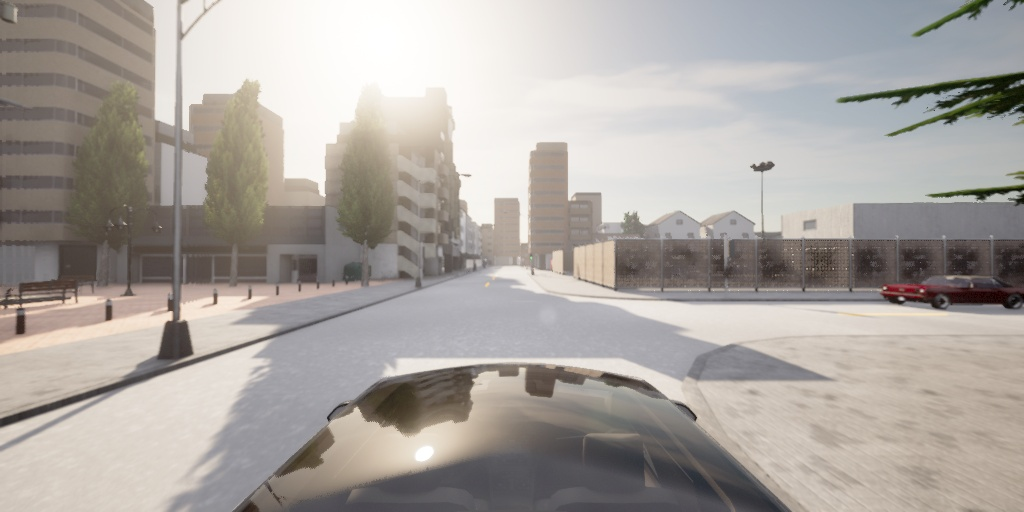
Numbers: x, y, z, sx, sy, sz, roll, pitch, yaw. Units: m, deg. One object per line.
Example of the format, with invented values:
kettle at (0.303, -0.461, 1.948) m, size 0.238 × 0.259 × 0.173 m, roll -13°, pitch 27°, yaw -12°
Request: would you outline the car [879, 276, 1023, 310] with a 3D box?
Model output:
car at (18.659, 1.499, 15.150) m, size 4.718 × 1.301 × 1.895 m, roll 0°, pitch -1°, yaw 0°
